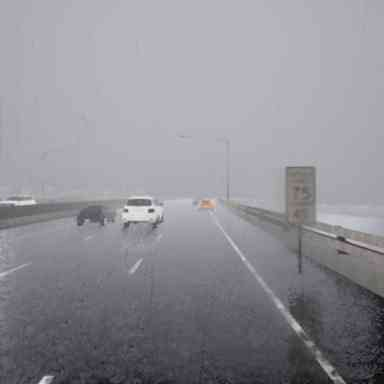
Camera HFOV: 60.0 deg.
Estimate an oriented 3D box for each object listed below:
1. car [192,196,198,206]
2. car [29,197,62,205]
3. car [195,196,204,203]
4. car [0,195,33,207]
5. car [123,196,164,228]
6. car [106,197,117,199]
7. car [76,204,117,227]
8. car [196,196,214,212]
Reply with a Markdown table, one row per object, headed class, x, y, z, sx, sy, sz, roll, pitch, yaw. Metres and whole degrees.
| class | x | y | z | sx | sy | sz | roll | pitch | yaw |
| --- | --- | --- | --- | --- | --- | --- | --- | --- | --- |
| car | 1.073 | 1.891 | 61.095 | 1.895 | 1.301 | 4.718 | 0 | 0 | 2 |
| car | -17.114 | 1.663 | 40.134 | 2.128 | 1.511 | 4.902 | 0 | 0 | 2 |
| car | 1.804 | 1.720 | 79.202 | 1.882 | 1.535 | 5.008 | 0 | 0 | 3 |
| car | -20.639 | 1.387 | 39.259 | 2.150 | 2.045 | 5.566 | 0 | 0 | 2 |
| car | -3.245 | 1.315 | 22.886 | 2.150 | 2.045 | 5.566 | 0 | 0 | 1 |
| car | -19.178 | 1.538 | 79.803 | 2.128 | 1.511 | 4.902 | 0 | 0 | 3 |
| car | -6.730 | 1.601 | 23.866 | 1.837 | 1.490 | 4.892 | 0 | 0 | 1 |
| car | 1.738 | 1.666 | 42.236 | 1.882 | 1.535 | 5.008 | 0 | 0 | 1 |
